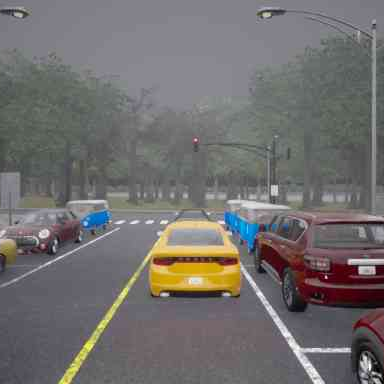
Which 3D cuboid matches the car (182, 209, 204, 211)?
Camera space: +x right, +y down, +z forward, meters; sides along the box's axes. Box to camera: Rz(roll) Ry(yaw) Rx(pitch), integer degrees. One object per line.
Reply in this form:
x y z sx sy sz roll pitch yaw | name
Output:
0.039 1.565 17.500 1.994 1.385 4.181 0 0 0 | car

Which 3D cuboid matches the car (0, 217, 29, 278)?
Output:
-5.772 1.526 7.444 1.752 1.417 4.829 0 0 0 | car

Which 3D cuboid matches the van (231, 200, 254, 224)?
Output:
2.746 1.342 13.061 1.690 1.788 3.998 0 0 0 | van

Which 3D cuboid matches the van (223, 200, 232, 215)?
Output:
2.739 1.342 18.499 1.690 1.788 3.998 0 0 0 | van

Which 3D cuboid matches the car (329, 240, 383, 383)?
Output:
2.759 1.440 2.186 1.967 1.590 4.097 0 0 0 | car

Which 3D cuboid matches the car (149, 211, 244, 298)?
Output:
0.076 1.478 8.578 1.882 1.535 5.008 0 0 0 | car

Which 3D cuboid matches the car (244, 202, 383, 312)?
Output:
2.753 1.315 7.624 2.192 1.841 5.009 0 0 0 | car

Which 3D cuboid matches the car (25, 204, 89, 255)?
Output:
-5.779 1.441 13.051 1.967 1.590 4.097 0 0 0 | car

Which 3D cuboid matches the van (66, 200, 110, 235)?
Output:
-5.786 1.342 18.489 1.690 1.788 3.998 0 0 0 | van
